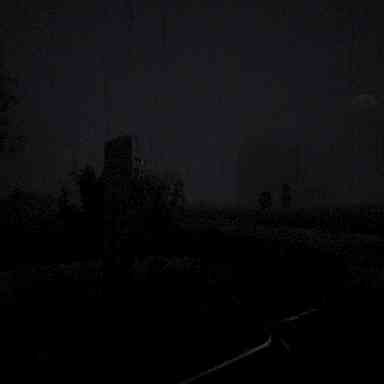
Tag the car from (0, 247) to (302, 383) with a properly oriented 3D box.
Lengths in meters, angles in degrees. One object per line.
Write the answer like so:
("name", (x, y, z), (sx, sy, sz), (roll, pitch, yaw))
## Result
("car", (-1.387, 1.349, 1.959), (4.553, 1.767, 2.097), (0, 0, -36))
